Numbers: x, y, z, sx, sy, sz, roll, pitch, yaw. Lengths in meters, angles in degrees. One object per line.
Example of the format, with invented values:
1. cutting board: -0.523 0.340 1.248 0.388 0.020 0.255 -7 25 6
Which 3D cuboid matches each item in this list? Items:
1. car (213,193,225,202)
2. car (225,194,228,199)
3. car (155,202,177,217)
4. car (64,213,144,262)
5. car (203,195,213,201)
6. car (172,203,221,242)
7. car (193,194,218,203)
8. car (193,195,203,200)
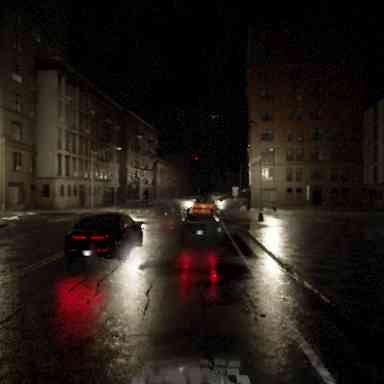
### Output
1. car: 5.535 1.174 73.790 2.150 2.045 5.566 0 0 9
2. car: 7.520 1.390 86.093 1.882 1.535 5.008 0 0 9
3. car: -2.143 1.607 31.208 1.895 1.301 4.718 0 0 4
4. car: -2.976 1.511 12.062 1.837 1.490 4.892 0 0 1
5. car: 4.244 1.453 86.204 2.033 1.411 5.357 0 0 9
6. car: 0.401 1.497 16.388 2.128 1.511 4.902 0 0 2
7. car: 1.158 1.359 31.800 2.097 1.767 4.553 0 0 4
8. car: 1.644 1.431 90.378 1.812 1.442 4.674 0 0 9
